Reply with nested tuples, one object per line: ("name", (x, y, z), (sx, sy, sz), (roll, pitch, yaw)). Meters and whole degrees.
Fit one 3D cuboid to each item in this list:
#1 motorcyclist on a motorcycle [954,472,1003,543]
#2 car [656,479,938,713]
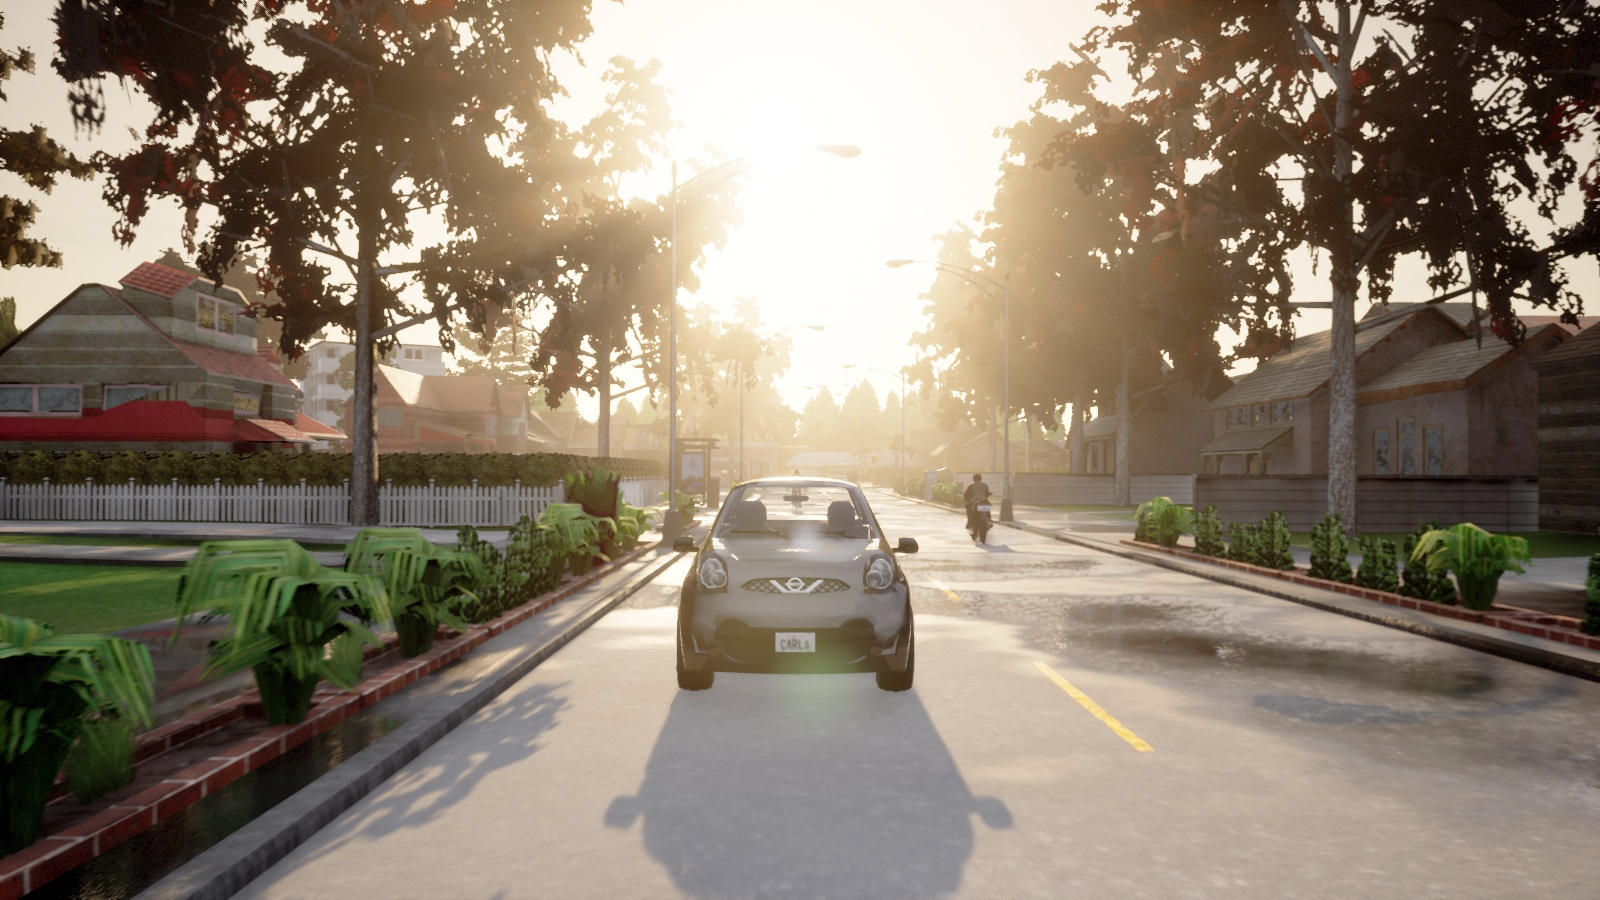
("motorcyclist on a motorcycle", (3.932, 1.247, 27.825), (0.797, 1.523, 2.044), (0, -1, 0))
("car", (-0.025, 0.997, 10.052), (1.845, 1.501, 3.633), (0, -1, 0))
